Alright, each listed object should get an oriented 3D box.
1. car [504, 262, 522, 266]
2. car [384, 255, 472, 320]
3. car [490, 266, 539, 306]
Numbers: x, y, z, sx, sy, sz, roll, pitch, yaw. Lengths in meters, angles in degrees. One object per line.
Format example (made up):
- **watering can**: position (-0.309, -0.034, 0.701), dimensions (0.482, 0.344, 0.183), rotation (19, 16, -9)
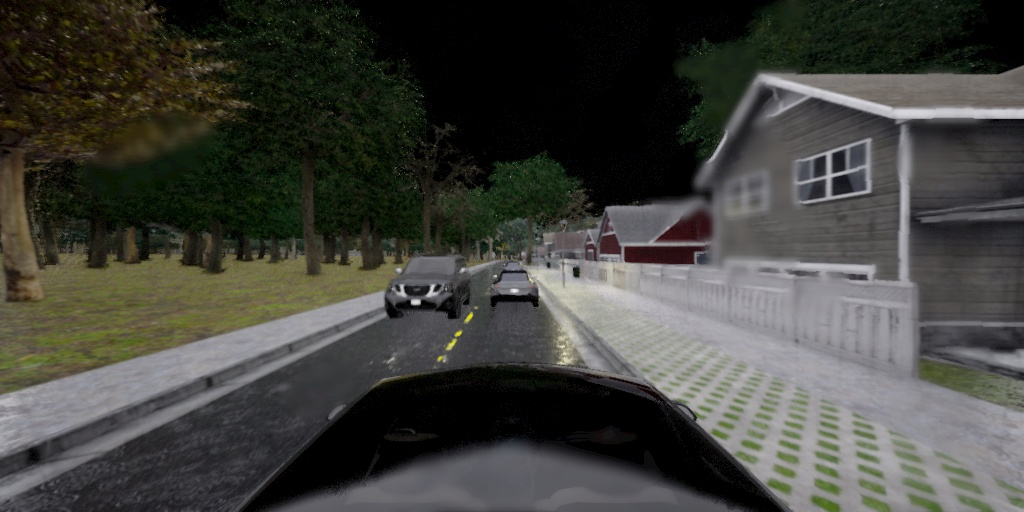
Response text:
- **car**: position (0.109, 1.269, 35.640), dimensions (1.994, 1.385, 4.181), rotation (0, 0, 0)
- **car**: position (-2.749, 0.962, 13.015), dimensions (2.150, 2.045, 5.566), rotation (0, 0, 0)
- **car**: position (0.102, 1.302, 15.717), dimensions (1.994, 1.385, 4.181), rotation (0, 0, 0)
